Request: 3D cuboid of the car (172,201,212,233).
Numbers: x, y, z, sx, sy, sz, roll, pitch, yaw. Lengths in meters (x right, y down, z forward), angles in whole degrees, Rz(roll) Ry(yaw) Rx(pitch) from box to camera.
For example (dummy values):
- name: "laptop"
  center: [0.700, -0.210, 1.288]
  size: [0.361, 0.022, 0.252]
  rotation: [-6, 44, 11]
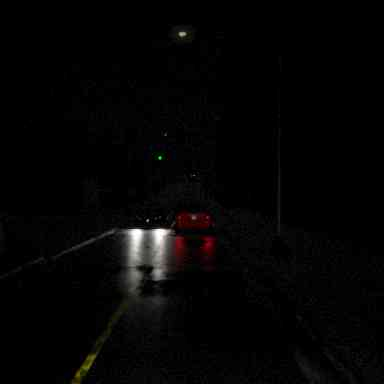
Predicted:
- name: "car"
  center: [0.095, 1.452, 20.643]
  size: [2.097, 1.767, 4.553]
  rotation: [0, 0, 0]

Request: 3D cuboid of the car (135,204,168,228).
- name: "car"
  center: [-2.784, 1.620, 23.522]
  size: [1.837, 1.490, 4.892]
  rotation: [0, -1, 1]
